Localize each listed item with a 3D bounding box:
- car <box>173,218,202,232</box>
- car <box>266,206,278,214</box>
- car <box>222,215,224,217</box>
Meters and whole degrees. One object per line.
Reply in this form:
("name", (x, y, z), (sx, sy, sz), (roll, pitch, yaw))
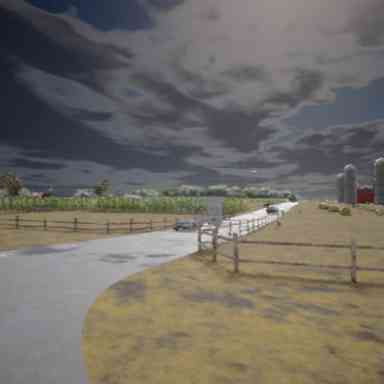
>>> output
("car", (-0.374, 3.650, 37.398), (2.033, 1.411, 5.357), (-1, -3, 19))
("car", (21.085, 4.870, 89.060), (2.150, 2.045, 5.566), (-1, -1, 19))
("car", (4.764, 3.867, 52.145), (1.895, 1.301, 4.718), (-1, -2, 19))
